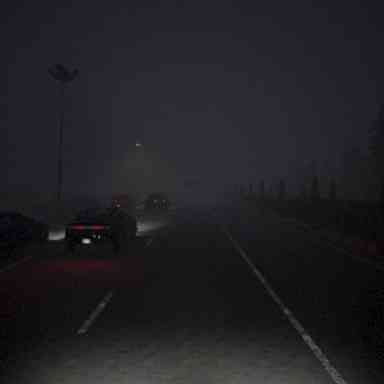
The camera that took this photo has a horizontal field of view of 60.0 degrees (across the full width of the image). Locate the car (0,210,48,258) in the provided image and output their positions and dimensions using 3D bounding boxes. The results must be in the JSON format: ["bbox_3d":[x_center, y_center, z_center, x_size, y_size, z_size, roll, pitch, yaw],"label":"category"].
[{"bbox_3d":[-6.905,1.386,11.964,1.812,1.442,4.674,0,1,0],"label":"car"}]

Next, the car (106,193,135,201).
[{"bbox_3d":[-6.913,0.999,33.506,1.837,1.490,4.892,0,1,0],"label":"car"}]

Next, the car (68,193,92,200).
[{"bbox_3d":[-17.579,0.853,53.196,1.895,1.301,4.718,0,-1,0],"label":"car"}]

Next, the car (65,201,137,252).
[{"bbox_3d":[-3.406,1.332,13.156,2.128,1.511,4.902,0,1,0],"label":"car"}]

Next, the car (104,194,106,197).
[{"bbox_3d":[-14.067,0.834,58.543,1.882,1.535,5.008,0,-2,1],"label":"car"}]

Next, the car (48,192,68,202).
[{"bbox_3d":[-21.080,0.751,52.789,1.837,1.490,4.892,0,0,0],"label":"car"}]

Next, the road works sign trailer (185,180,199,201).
[{"bbox_3d":[0.039,-0.240,56.112,2.380,3.560,2.880,0,-1,3],"label":"road works sign trailer"}]

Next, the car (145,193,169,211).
[{"bbox_3d":[-3.413,0.850,33.225,2.097,1.767,4.553,0,1,0],"label":"car"}]
